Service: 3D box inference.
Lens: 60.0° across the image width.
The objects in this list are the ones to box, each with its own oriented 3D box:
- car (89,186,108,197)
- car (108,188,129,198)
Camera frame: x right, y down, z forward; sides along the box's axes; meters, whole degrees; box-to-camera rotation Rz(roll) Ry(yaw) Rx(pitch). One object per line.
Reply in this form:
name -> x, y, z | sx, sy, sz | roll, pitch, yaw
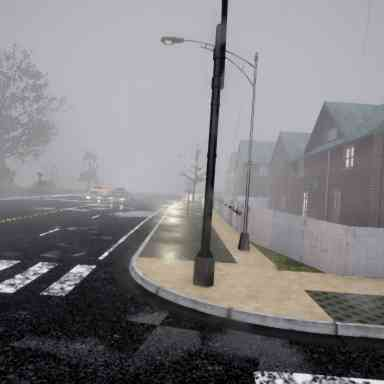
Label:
car -> -13.964, -0.179, 50.058 | 1.882, 1.535, 5.008 | 4, 1, 1
car -> -10.726, 0.090, 49.963 | 1.812, 1.442, 4.674 | 4, 1, 1
